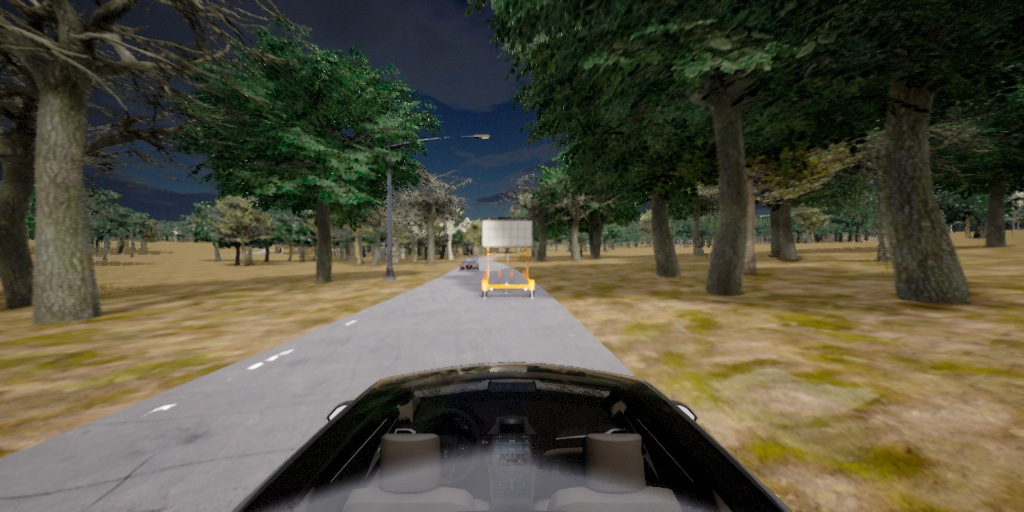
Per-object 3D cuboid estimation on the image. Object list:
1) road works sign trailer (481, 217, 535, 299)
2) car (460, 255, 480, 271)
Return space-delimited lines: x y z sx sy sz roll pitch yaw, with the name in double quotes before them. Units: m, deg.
"road works sign trailer" -0.201 0.029 16.584 2.380 3.560 2.880 0 0 -2
"car" -4.493 0.897 38.438 1.994 1.385 4.181 0 1 -4
